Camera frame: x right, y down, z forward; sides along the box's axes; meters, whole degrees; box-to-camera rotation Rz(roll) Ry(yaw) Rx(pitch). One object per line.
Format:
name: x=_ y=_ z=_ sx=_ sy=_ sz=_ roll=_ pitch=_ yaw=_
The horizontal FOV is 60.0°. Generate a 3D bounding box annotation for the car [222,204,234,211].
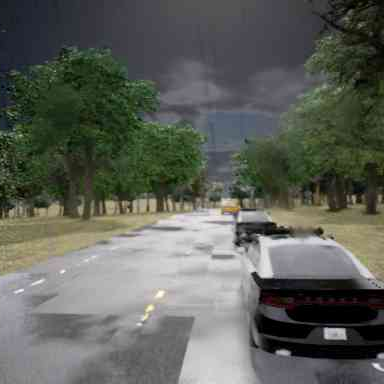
car: x=6.341 y=2.703 z=58.684 sx=1.895 sy=1.301 sz=4.718 roll=-1 pitch=-2 yaw=6

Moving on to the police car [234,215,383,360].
police car: x=1.931 y=1.477 z=6.450 sx=1.930 sy=1.638 sz=5.238 roll=-1 pitch=-1 yaw=6

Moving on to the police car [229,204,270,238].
police car: x=2.970 y=1.611 z=16.398 sx=1.930 sy=1.638 sz=5.238 roll=-1 pitch=-1 yaw=6

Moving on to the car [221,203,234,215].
car: x=4.881 y=2.159 z=44.349 sx=1.882 sy=1.535 sz=5.008 roll=-1 pitch=-1 yaw=6

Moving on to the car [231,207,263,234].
car: x=3.584 y=1.800 z=22.254 sx=1.812 sy=1.442 sz=4.674 roll=-1 pitch=-1 yaw=6
